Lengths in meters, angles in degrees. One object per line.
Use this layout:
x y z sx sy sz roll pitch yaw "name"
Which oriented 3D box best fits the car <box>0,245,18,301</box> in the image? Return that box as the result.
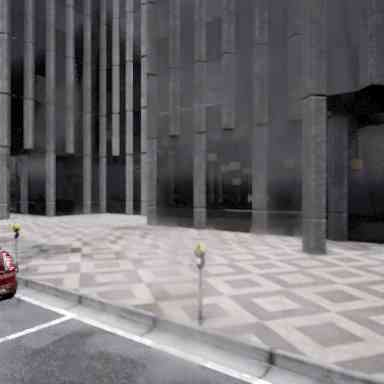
-5.511 1.419 7.007 4.097 1.590 1.967 0 0 35 "car"
